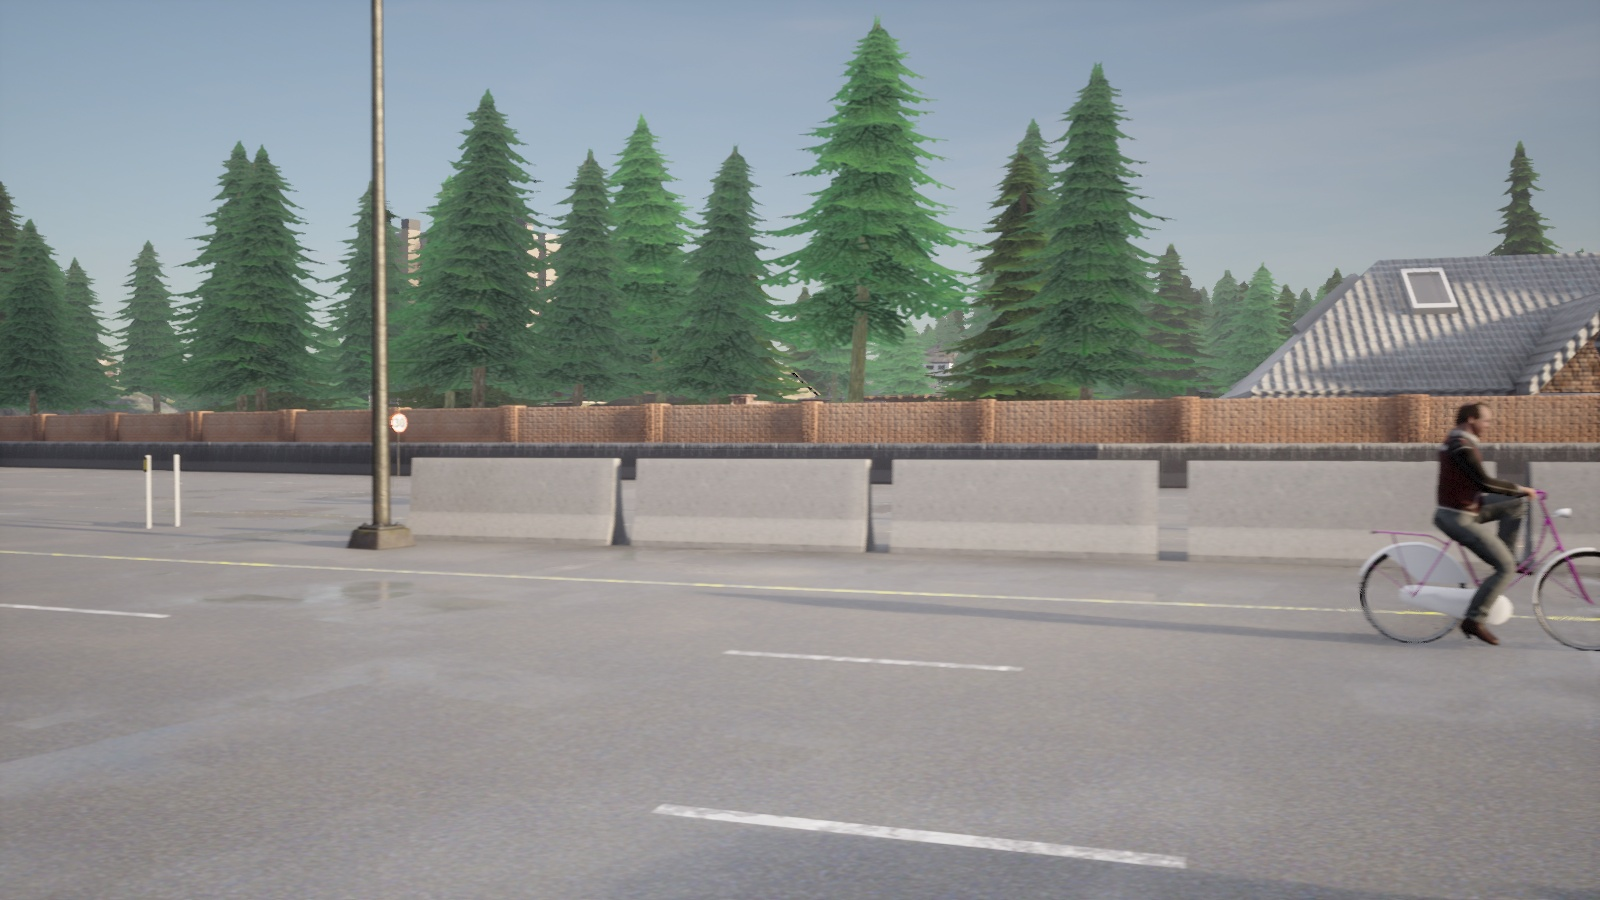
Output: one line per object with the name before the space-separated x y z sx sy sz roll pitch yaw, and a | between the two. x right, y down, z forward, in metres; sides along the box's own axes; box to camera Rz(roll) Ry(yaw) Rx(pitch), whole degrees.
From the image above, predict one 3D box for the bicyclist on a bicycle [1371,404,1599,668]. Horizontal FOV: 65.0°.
bicyclist on a bicycle | 5.092 0.575 8.877 1.843 1.776 0.659 0 1 18
